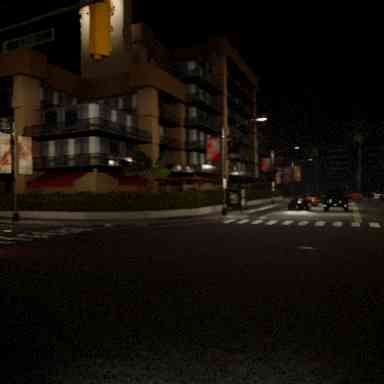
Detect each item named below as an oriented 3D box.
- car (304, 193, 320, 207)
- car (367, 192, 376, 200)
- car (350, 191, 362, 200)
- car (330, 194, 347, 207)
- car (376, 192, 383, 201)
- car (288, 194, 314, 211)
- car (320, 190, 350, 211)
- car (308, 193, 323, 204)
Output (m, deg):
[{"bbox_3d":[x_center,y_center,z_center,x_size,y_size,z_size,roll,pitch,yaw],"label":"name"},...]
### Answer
[{"bbox_3d":[14.970,0.945,42.740,2.097,1.767,4.553,-1,0,25],"label":"car"},{"bbox_3d":[35.464,0.702,64.609,2.128,1.511,4.902,-1,0,13],"label":"car"},{"bbox_3d":[32.259,0.578,66.175,2.097,1.767,4.553,-1,0,13],"label":"car"},{"bbox_3d":[19.033,1.051,43.146,1.812,1.442,4.674,-1,0,25],"label":"car"},{"bbox_3d":[32.160,0.869,54.856,1.895,1.301,4.718,-1,0,21],"label":"car"},{"bbox_3d":[11.404,1.244,35.168,1.994,1.385,4.181,-1,0,25],"label":"car"},{"bbox_3d":[14.886,0.848,34.357,2.150,2.045,5.566,-1,0,25],"label":"car"},{"bbox_3d":[19.264,0.993,51.844,1.837,1.490,4.892,-1,0,25],"label":"car"}]
